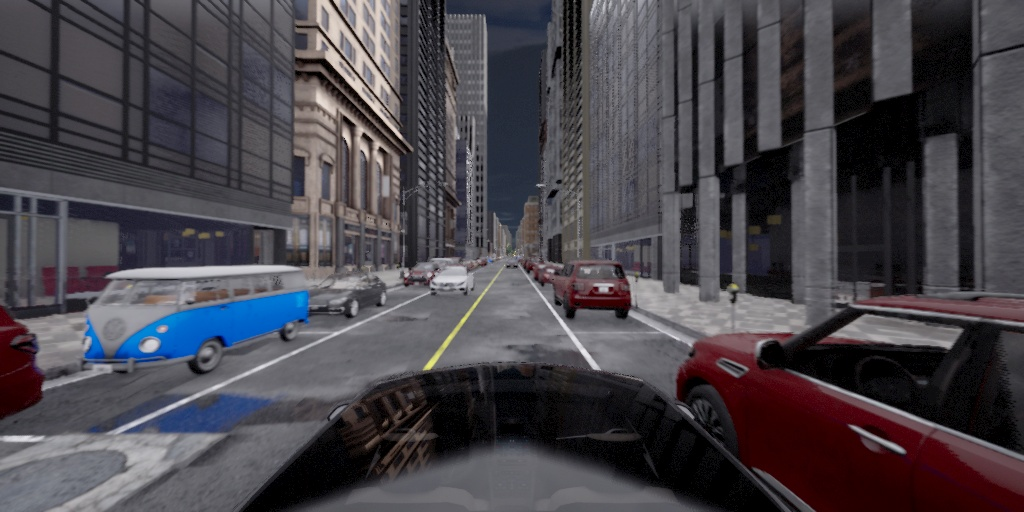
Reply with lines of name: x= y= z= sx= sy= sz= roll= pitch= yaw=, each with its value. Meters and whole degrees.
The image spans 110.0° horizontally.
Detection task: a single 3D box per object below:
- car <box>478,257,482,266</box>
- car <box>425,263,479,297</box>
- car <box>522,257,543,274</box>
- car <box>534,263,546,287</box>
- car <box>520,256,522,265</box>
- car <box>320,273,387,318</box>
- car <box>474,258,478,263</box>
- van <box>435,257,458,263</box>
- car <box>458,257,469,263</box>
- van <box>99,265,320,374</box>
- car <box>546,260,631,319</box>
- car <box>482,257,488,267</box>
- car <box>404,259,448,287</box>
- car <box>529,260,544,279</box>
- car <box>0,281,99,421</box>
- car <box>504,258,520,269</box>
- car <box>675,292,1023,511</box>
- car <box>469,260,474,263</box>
car: x=-5.870 y=1.246 z=52.054 sx=1.751 sy=1.417 sz=4.829 roll=0 pitch=0 yaw=0
car: x=-3.060 y=1.274 z=19.217 sx=1.812 sy=1.442 sz=4.674 roll=0 pitch=0 yaw=1
car: x=2.659 y=1.047 z=40.973 sx=2.192 sy=1.841 sz=5.009 roll=0 pitch=0 yaw=0
car: x=2.664 y=1.327 z=24.099 sx=1.802 sy=1.307 sz=4.207 roll=0 pitch=0 yaw=0
car: x=2.656 y=1.035 z=52.222 sx=2.192 sy=1.841 sz=5.009 roll=0 pitch=0 yaw=0
car: x=-5.860 y=1.301 z=12.850 sx=2.007 sy=1.370 sz=4.403 roll=0 pitch=0 yaw=0
car: x=-5.868 y=1.272 z=46.599 sx=1.888 sy=1.381 sz=4.507 roll=0 pitch=0 yaw=0
van: x=-5.864 y=1.082 z=29.725 sx=1.690 sy=1.789 sz=3.998 roll=0 pitch=0 yaw=0
car: x=-5.866 y=1.052 z=35.350 sx=2.192 sy=1.841 sz=5.009 roll=0 pitch=0 yaw=0
van: x=-5.858 y=1.092 z=7.225 sx=1.690 sy=1.789 sz=3.998 roll=0 pitch=0 yaw=0
car: x=2.666 y=1.065 z=12.849 sx=2.192 sy=1.841 sz=5.009 roll=0 pitch=0 yaw=0
car: x=-5.873 y=1.253 z=63.473 sx=1.888 sy=1.381 sz=4.507 roll=0 pitch=0 yaw=0
car: x=-5.863 y=1.185 z=24.100 sx=1.967 sy=1.591 sz=4.097 roll=0 pitch=0 yaw=0
car: x=2.662 y=1.286 z=29.723 sx=1.888 sy=1.381 sz=4.507 roll=0 pitch=0 yaw=0
car: x=-5.857 y=1.065 z=1.600 sx=2.192 sy=1.841 sz=5.009 roll=0 pitch=0 yaw=0
car: x=-0.013 y=1.318 z=55.624 sx=1.895 sy=1.301 sz=4.718 roll=0 pitch=0 yaw=0
car: x=2.669 y=1.064 z=1.600 sx=2.192 sy=1.841 sz=5.009 roll=0 pitch=0 yaw=0
car: x=-5.867 y=1.283 z=40.974 sx=2.007 sy=1.370 sz=4.403 roll=0 pitch=0 yaw=0
